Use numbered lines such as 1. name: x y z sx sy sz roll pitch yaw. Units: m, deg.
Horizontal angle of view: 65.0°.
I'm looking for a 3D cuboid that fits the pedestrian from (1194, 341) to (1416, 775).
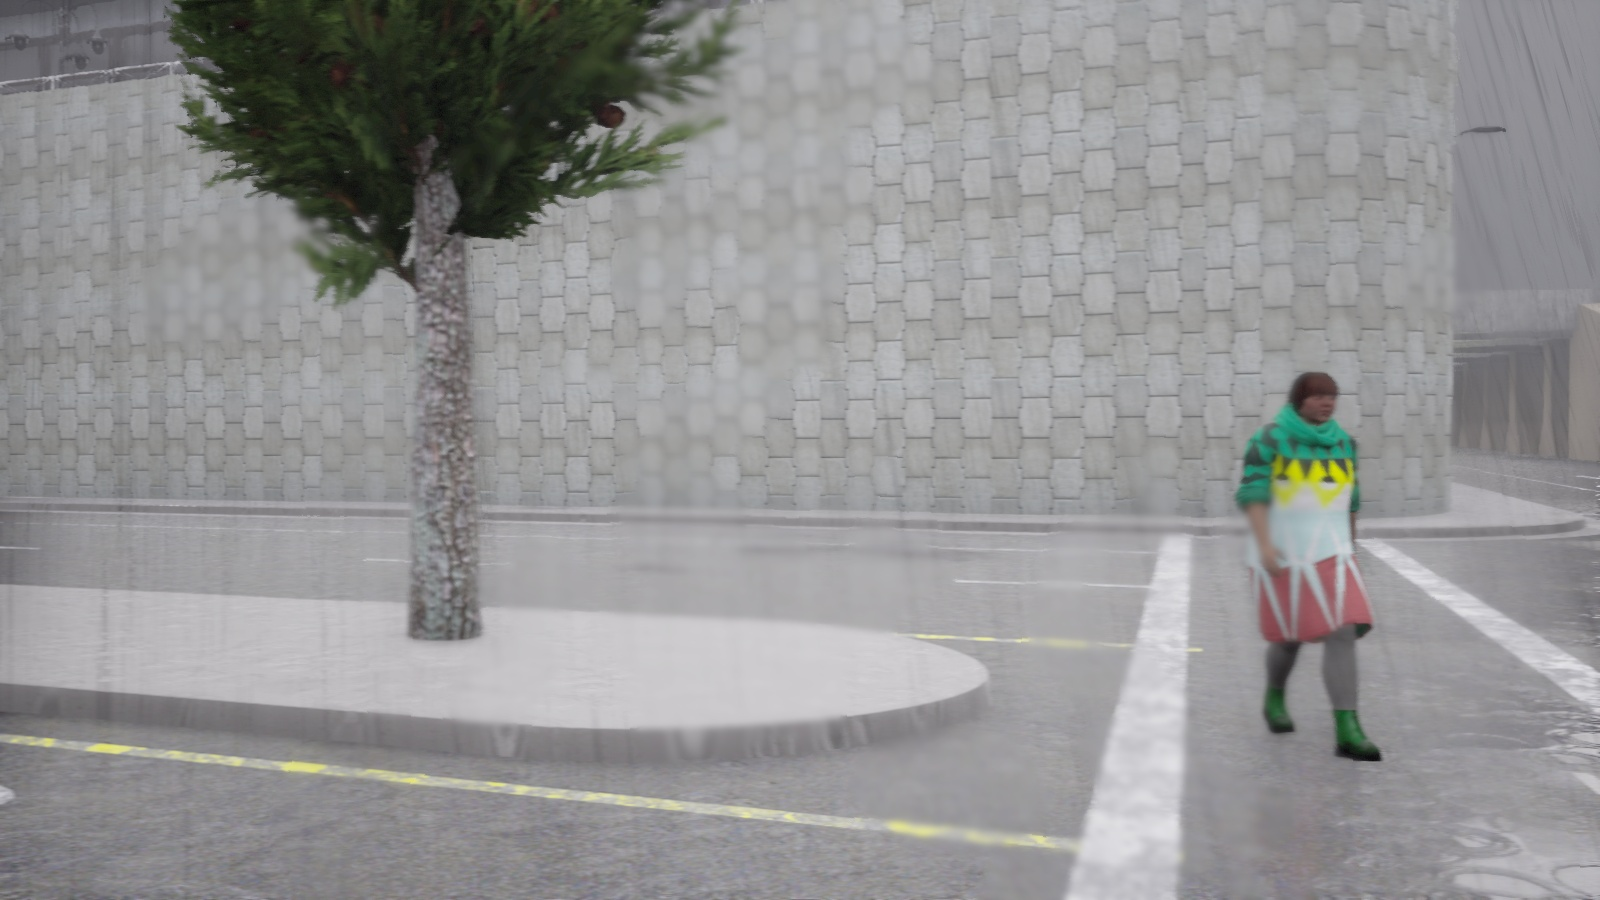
1. pedestrian: 2.419 0.483 6.108 0.659 1.952 0.873 0 1 -5
